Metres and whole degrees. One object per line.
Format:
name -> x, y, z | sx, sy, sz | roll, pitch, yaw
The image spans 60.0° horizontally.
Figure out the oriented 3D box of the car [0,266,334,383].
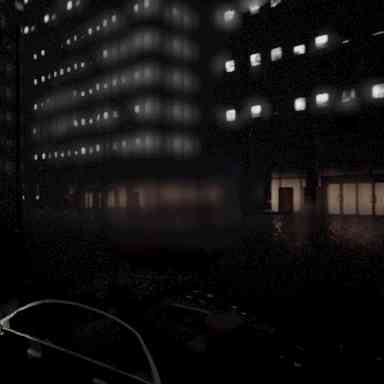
car -> -0.880, 1.578, 3.501 | 4.403, 1.369, 2.008 | -1, -1, 35
